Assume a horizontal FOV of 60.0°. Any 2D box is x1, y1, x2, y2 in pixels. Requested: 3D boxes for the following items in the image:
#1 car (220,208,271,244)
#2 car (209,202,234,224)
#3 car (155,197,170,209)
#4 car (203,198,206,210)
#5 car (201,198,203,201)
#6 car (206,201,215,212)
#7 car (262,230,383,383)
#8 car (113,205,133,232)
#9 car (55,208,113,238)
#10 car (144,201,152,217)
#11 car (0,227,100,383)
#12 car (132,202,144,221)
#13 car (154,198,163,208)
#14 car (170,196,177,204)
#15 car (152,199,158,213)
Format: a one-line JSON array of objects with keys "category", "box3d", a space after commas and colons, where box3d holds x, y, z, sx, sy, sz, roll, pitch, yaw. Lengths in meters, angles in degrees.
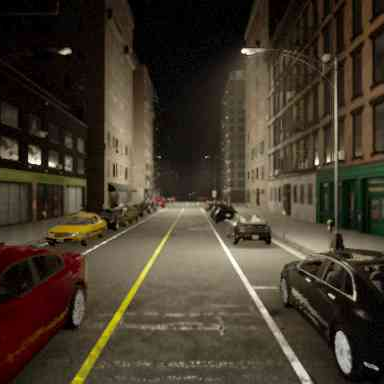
[{"category": "car", "box3d": [2.656, 1.671, 16.125, 2.008, 1.369, 4.403, 0, 0, 0]}, {"category": "car", "box3d": [2.670, 1.766, 26.950, 1.947, 1.339, 4.313, 0, 0, 0]}, {"category": "car", "box3d": [-5.322, 1.703, 54.034, 2.192, 1.841, 5.009, 0, 0, 0]}, {"category": "car", "box3d": [2.690, 1.842, 43.359, 1.752, 1.417, 4.829, 0, 0, 0]}, {"category": "car", "box3d": [2.696, 1.934, 48.601, 1.802, 1.307, 4.206, 0, 0, 0]}, {"category": "car", "box3d": [2.677, 1.806, 32.363, 1.947, 1.339, 4.313, 0, 0, 0]}, {"category": "car", "box3d": [2.643, 1.591, 5.300, 2.008, 1.369, 4.403, 0, 0, 0]}, {"category": "car", "box3d": [-5.362, 1.726, 21.556, 1.947, 1.339, 4.313, 0, 0, 0]}, {"category": "car", "box3d": [-5.369, 1.645, 15.974, 1.752, 1.417, 4.829, 0, 0, 0]}, {"category": "car", "box3d": [-5.349, 1.822, 32.382, 1.802, 1.307, 4.206, 0, 0, 0]}, {"category": "car", "box3d": [-2.845, 1.510, 4.162, 1.882, 1.535, 5.008, 0, 0, 0]}, {"category": "car", "box3d": [-5.356, 1.725, 26.799, 1.752, 1.417, 4.829, 0, 0, 0]}, {"category": "car", "box3d": [-5.335, 1.866, 43.207, 2.008, 1.369, 4.403, 0, 0, 0]}, {"category": "car", "box3d": [-5.290, 2.118, 80.495, 2.008, 1.369, 4.403, 0, 0, 0]}, {"category": "car", "box3d": [-5.342, 1.829, 37.795, 2.008, 1.369, 4.403, 0, 0, 0]}]
